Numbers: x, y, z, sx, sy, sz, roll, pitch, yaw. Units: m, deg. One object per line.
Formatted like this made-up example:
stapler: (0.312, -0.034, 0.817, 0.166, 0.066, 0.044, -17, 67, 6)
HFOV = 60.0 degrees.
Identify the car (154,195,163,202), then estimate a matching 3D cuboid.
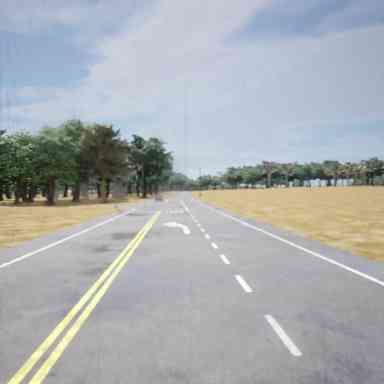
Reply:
car: (-7.504, 1.389, 75.094, 1.837, 1.490, 4.892, 0, 1, -3)
